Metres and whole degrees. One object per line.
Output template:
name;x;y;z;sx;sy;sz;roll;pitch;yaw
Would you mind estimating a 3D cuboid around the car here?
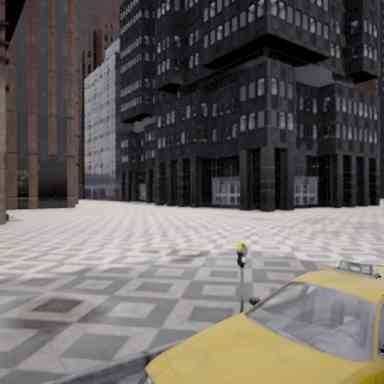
car;1.705;1.516;3.736;4.829;1.417;1.752;0;0;-35
